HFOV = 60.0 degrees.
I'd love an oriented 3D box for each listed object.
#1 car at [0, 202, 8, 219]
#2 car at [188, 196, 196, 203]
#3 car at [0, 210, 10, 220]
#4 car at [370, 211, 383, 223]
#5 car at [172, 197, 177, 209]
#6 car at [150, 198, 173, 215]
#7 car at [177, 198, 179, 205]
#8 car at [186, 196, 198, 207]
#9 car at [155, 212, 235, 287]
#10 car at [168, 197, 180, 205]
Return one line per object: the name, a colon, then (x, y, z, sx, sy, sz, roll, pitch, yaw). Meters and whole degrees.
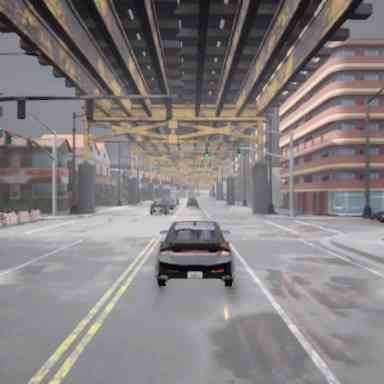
car: (-16.818, 1.448, 25.470, 4.536, 1.218, 1.853, 0, 0, -20)
car: (-0.023, 1.814, 77.967, 1.837, 1.490, 4.892, 0, 0, 0)
car: (-16.769, 1.606, 25.487, 4.974, 1.542, 2.038, 0, 0, -20)
car: (16.407, 1.696, 24.930, 5.357, 1.411, 2.033, 0, 0, 0)
car: (-3.607, 1.629, 46.644, 2.097, 1.767, 4.553, 0, 0, 0)
car: (-3.608, 1.716, 37.480, 2.128, 1.511, 4.902, 0, 0, 0)
car: (-3.600, 1.853, 56.528, 1.812, 1.442, 4.674, 0, 0, 0)
car: (0.079, 1.857, 57.761, 1.812, 1.442, 4.674, 0, 0, 0)
car: (0.080, 1.550, 9.458, 2.128, 1.511, 4.902, 0, 0, 0)
car: (-3.540, 1.833, 66.637, 2.128, 1.511, 4.902, 0, 0, 0)
